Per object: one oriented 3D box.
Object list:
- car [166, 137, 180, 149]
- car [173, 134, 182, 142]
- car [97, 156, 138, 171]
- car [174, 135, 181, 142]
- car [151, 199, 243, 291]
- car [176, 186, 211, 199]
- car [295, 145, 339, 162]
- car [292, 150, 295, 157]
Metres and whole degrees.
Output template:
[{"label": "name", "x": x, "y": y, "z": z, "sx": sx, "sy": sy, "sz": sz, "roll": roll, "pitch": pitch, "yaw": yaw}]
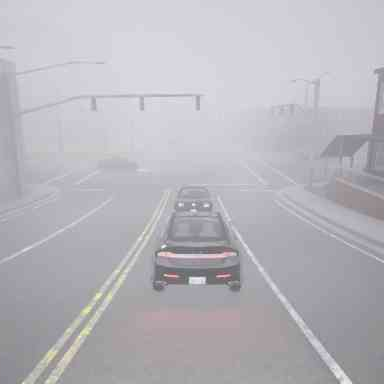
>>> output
[{"label": "car", "x": -3.558, "y": -8.508, "z": 59.390, "sx": 1.837, "sy": 1.490, "sz": 4.892, "roll": 0, "pitch": 12, "yaw": 0}, {"label": "car", "x": -3.484, "y": -12.838, "z": 79.043, "sx": 1.837, "sy": 1.490, "sz": 4.892, "roll": 0, "pitch": 12, "yaw": 0}, {"label": "car", "x": -7.717, "y": -3.002, "z": 34.639, "sx": 4.181, "sy": 1.385, "sz": 1.994, "roll": 0, "pitch": 12, "yaw": 0}, {"label": "car", "x": -3.486, "y": -10.621, "z": 69.213, "sx": 1.994, "sy": 1.385, "sz": 4.181, "roll": 0, "pitch": 12, "yaw": 0}, {"label": "car", "x": 0.101, "y": 1.221, "z": 8.372, "sx": 2.128, "sy": 1.511, "sz": 4.902, "roll": 0, "pitch": 4, "yaw": 0}, {"label": "car", "x": 0.088, "y": 0.327, "z": 18.078, "sx": 1.895, "sy": 1.301, "sz": 4.718, "roll": 0, "pitch": 8, "yaw": 0}, {"label": "car", "x": 15.810, "y": -4.739, "z": 41.544, "sx": 4.553, "sy": 1.767, "sz": 2.097, "roll": 0, "pitch": 12, "yaw": 0}, {"label": "car", "x": 15.977, "y": -5.491, "z": 44.962, "sx": 4.553, "sy": 1.767, "sz": 2.097, "roll": 0, "pitch": 12, "yaw": 0}]
